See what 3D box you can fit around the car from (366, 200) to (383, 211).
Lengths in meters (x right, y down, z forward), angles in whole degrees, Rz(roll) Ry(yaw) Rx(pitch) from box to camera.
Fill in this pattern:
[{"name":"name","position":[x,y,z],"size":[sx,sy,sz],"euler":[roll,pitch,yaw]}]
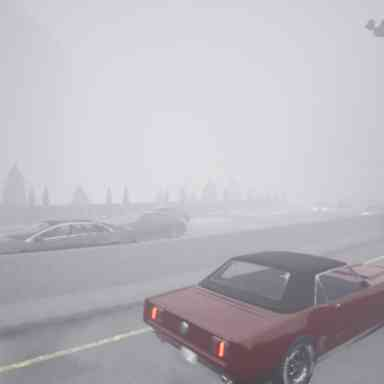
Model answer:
[{"name":"car","position":[23.089,1.733,41.969],"size":[1.895,1.301,4.718],"euler":[0,0,27]}]

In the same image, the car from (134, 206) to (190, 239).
[{"name":"car","position":[-2.309,1.633,15.749],"size":[4.674,1.442,1.812],"euler":[0,0,-40]}]

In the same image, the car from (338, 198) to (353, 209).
[{"name":"car","position":[22.445,1.653,48.770],"size":[1.882,1.535,5.008],"euler":[0,0,24]}]

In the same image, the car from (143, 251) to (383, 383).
[{"name":"car","position":[1.722,1.626,5.257],"size":[4.718,1.301,1.895],"euler":[0,0,-38]}]

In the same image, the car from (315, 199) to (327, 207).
[{"name":"car","position":[21.217,1.817,54.791],"size":[1.895,1.301,4.718],"euler":[0,0,21]}]

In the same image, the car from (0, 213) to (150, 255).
[{"name":"car","position":[-4.020,1.573,9.958],"size":[4.902,1.511,2.128],"euler":[0,0,-37]}]
